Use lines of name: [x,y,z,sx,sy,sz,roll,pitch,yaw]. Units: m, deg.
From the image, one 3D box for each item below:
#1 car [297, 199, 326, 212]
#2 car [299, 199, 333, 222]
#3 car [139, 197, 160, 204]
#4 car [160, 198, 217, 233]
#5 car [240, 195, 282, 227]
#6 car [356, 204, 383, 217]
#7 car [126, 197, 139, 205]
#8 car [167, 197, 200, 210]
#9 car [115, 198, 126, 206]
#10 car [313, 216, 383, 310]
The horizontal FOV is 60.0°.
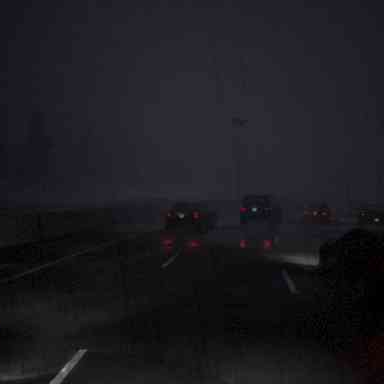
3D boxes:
car: [14.078,1.550,38.929,1.994,1.385,4.181,0,0,37]
car: [9.703,1.540,25.521,2.033,1.411,5.357,0,0,26]
car: [-4.114,1.450,43.925,2.033,1.411,5.357,0,0,32]
car: [0.080,1.316,19.833,2.097,1.767,4.553,0,0,17]
car: [4.876,1.196,23.091,2.150,2.045,5.566,0,0,22]
car: [12.276,1.534,22.602,1.812,1.442,4.674,0,0,23]
car: [-6.516,1.413,46.487,1.812,1.442,4.674,0,0,33]
car: [-1.053,1.444,42.105,1.812,1.442,4.674,0,0,33]
car: [-9.196,1.436,48.770,1.994,1.385,4.181,0,0,34]
car: [4.335,1.529,7.601,1.812,1.442,4.674,0,0,7]
